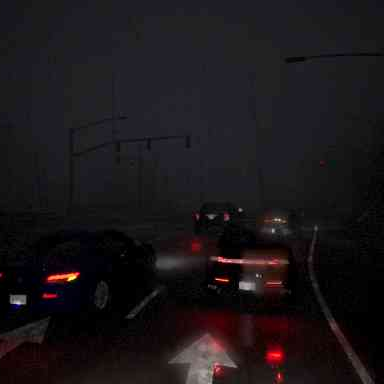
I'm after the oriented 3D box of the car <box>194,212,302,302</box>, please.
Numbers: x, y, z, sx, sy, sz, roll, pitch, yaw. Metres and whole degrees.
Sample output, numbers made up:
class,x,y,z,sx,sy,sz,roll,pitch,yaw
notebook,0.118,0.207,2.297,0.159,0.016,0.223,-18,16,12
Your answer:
class,x,y,z,sx,sy,sz,roll,pitch,yaw
car,1.564,1.492,8.392,2.128,1.511,4.902,0,0,13

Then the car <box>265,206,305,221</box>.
class,x,y,z,sx,sy,sz,roll,pitch,yaw
car,4.647,1.505,17.268,1.837,1.490,4.892,0,0,21

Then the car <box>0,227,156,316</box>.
class,x,y,z,sx,sy,sz,roll,pitch,yaw
car,-2.272,1.526,7.485,1.812,1.442,4.674,0,0,12

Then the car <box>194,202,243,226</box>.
class,x,y,z,sx,sy,sz,roll,pitch,yaw
car,1.759,1.353,19.362,2.097,1.767,4.553,0,0,21
